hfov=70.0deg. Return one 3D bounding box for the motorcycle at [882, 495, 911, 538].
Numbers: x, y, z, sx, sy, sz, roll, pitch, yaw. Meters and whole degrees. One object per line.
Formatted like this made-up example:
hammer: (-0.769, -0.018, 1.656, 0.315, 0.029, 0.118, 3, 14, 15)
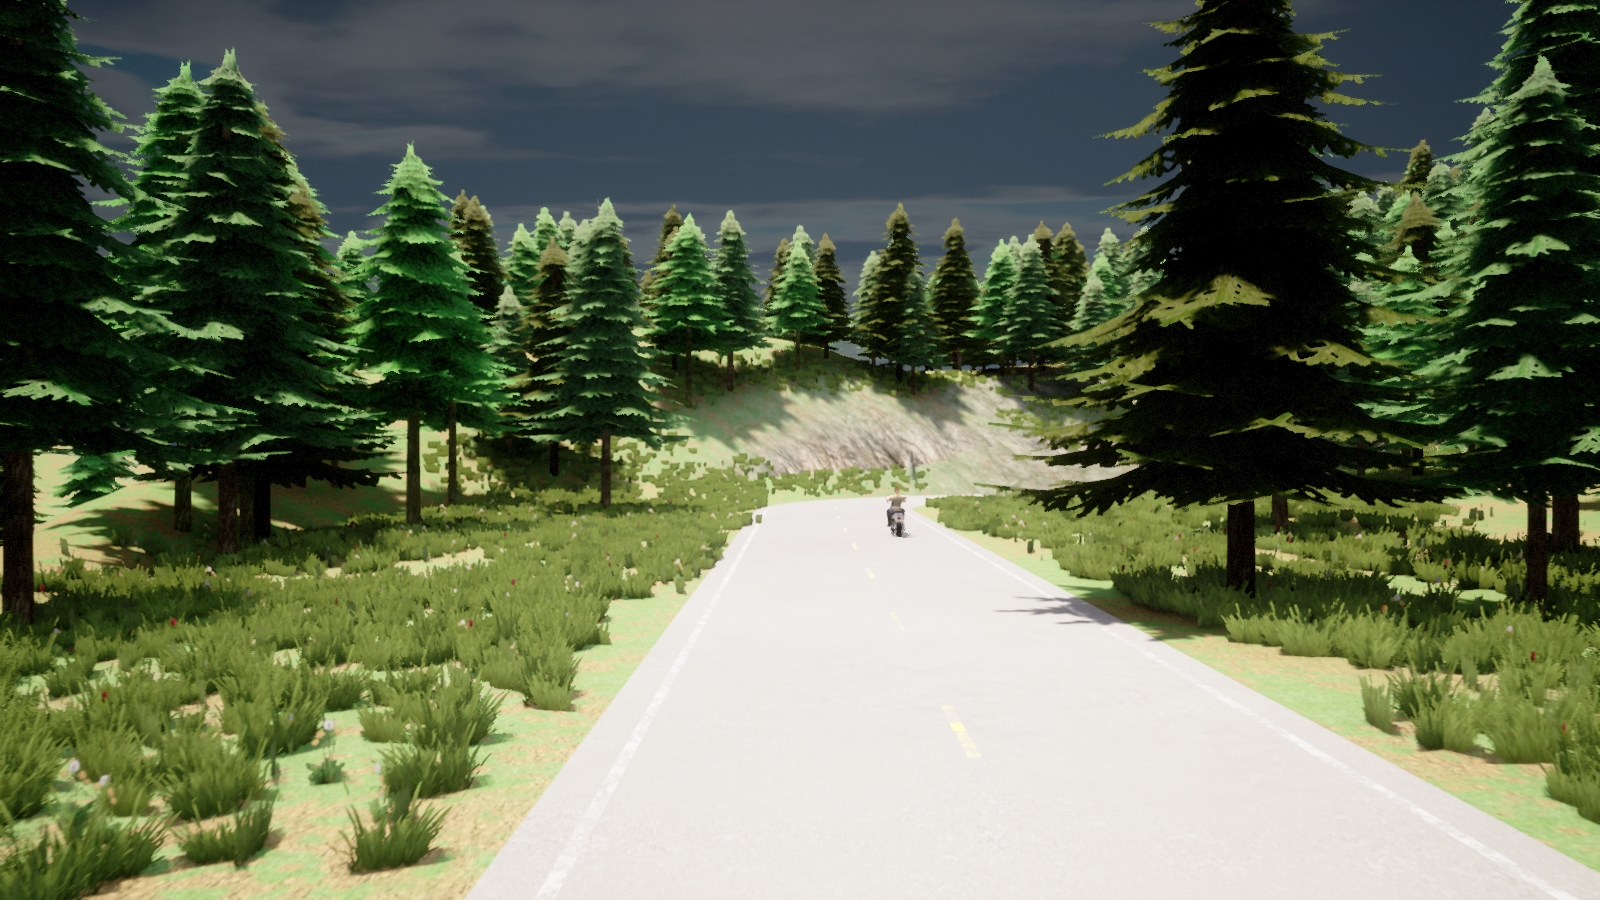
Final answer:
motorcycle: (3.195, 2.195, 38.102, 0.764, 1.277, 2.356, 0, 0, 0)
